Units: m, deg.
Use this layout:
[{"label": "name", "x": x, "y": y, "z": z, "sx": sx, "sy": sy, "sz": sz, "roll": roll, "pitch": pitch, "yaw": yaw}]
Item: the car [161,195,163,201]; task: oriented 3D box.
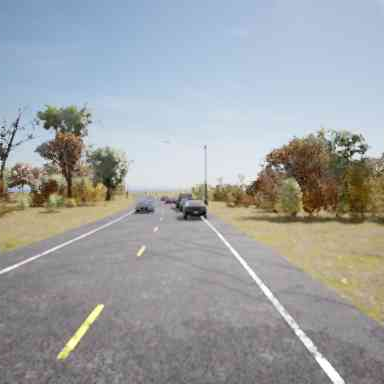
[{"label": "car", "x": -6.386, "y": 1.437, "z": 79.002, "sx": 2.128, "sy": 1.511, "sz": 4.902, "roll": 0, "pitch": 0, "yaw": -10}]

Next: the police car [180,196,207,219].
[{"label": "police car", "x": 0.176, "y": 1.410, "z": 28.873, "sx": 1.930, "sy": 1.638, "sz": 5.238, "roll": 0, "pitch": 0, "yaw": -3}]

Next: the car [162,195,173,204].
[{"label": "car", "x": -4.003, "y": 1.514, "z": 62.859, "sx": 1.994, "sy": 1.385, "sz": 4.181, "roll": 0, "pitch": 0, "yaw": -7}]

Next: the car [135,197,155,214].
[{"label": "car", "x": -4.948, "y": 1.547, "z": 35.476, "sx": 1.994, "sy": 1.385, "sz": 4.181, "roll": 0, "pitch": 0, "yaw": -4}]

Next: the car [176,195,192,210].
[{"label": "car", "x": -0.510, "y": 1.480, "z": 38.794, "sx": 1.837, "sy": 1.490, "sz": 4.892, "roll": 0, "pitch": 0, "yaw": -5}]

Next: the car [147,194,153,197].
[{"label": "car", "x": -9.721, "y": 1.282, "z": 77.633, "sx": 1.812, "sy": 1.442, "sz": 4.674, "roll": 0, "pitch": 0, "yaw": -9}]

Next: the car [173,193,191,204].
[{"label": "car", "x": -1.030, "y": 1.189, "z": 44.836, "sx": 2.150, "sy": 2.045, "sz": 5.566, "roll": 0, "pitch": 0, "yaw": -5}]
